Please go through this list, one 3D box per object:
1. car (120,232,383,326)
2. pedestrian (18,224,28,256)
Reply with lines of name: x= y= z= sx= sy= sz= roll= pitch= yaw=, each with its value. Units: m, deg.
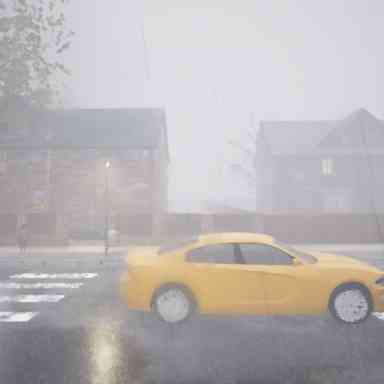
car: x=1.130 y=1.564 z=6.642 sx=5.008 sy=1.535 sz=1.882 roll=-1 pitch=-1 yaw=2
pedestrian: x=-6.490 y=1.496 z=12.741 sx=0.375 sy=1.860 sz=0.375 roll=0 pitch=-1 yaw=2
